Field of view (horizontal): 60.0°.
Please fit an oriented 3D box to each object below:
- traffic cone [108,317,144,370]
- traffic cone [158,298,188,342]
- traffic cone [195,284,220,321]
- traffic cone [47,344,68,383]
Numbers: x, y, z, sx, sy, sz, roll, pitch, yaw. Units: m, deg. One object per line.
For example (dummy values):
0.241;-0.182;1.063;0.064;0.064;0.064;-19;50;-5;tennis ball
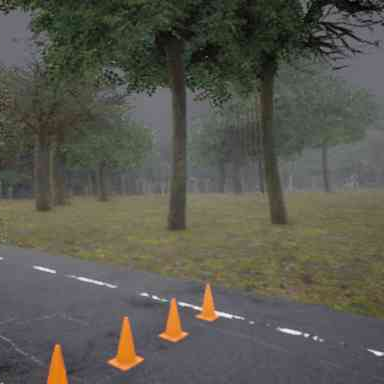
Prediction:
-0.878;1.956;4.414;0.340;0.580;0.340;0;0;36;traffic cone
-0.295;1.960;5.226;0.340;0.580;0.340;0;0;36;traffic cone
0.288;1.964;6.036;0.340;0.580;0.340;0;0;36;traffic cone
-1.461;1.952;3.603;0.340;0.580;0.340;0;0;36;traffic cone
